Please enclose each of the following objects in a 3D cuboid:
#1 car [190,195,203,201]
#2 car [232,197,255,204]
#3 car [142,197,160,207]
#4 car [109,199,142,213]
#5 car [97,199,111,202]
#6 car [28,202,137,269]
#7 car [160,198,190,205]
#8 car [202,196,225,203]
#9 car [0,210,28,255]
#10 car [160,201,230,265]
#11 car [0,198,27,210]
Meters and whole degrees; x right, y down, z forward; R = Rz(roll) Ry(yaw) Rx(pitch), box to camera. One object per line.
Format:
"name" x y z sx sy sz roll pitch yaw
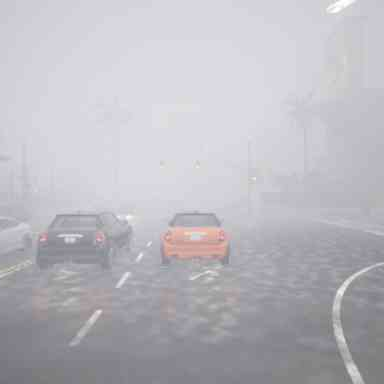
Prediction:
"car" 0.911 1.483 66.282 2.097 1.767 4.553 0 0 40
"car" 10.171 1.677 65.478 5.357 1.411 2.033 0 0 -41
"car" -6.588 1.600 53.879 2.128 1.511 4.902 0 0 23
"car" -6.875 1.633 34.726 1.994 1.385 4.181 0 0 2
"car" -10.161 1.582 38.830 1.837 1.490 4.892 0 0 4
"car" -3.400 1.375 11.414 2.097 1.767 4.553 0 0 0
"car" -2.701 1.708 54.090 1.895 1.301 4.718 0 0 26
"car" 4.702 1.655 65.293 1.812 1.442 4.674 0 0 43
"car" -7.097 1.548 11.203 1.812 1.442 4.674 0 0 0
"car" 0.101 1.376 11.909 2.097 1.767 4.553 0 0 0
"car" -10.583 1.388 17.975 2.097 1.767 4.553 0 0 0
